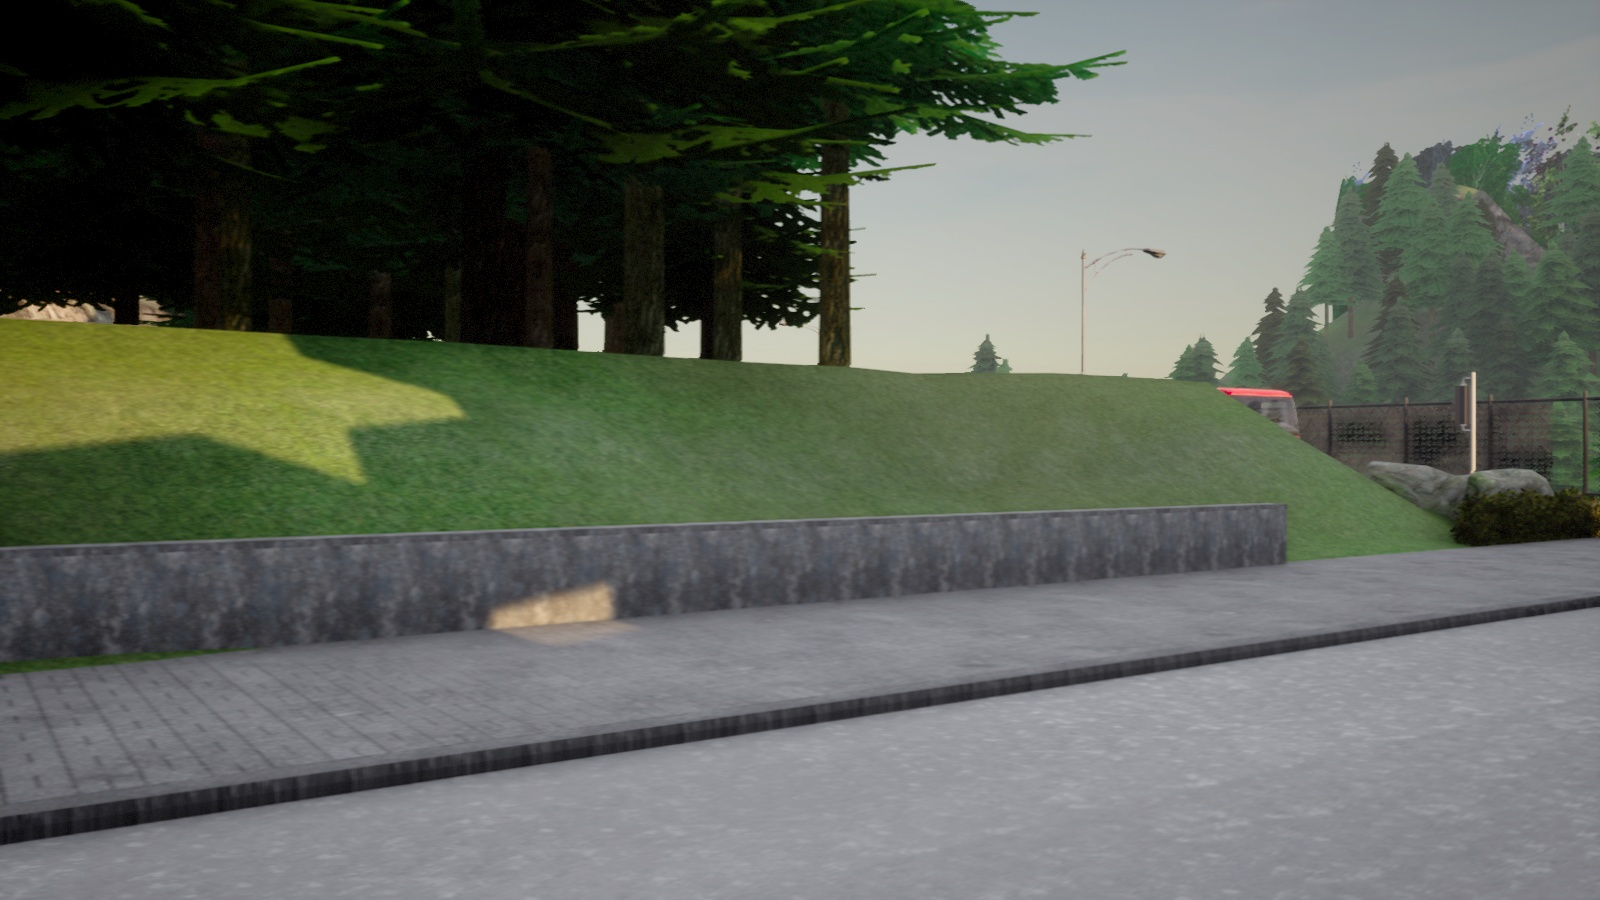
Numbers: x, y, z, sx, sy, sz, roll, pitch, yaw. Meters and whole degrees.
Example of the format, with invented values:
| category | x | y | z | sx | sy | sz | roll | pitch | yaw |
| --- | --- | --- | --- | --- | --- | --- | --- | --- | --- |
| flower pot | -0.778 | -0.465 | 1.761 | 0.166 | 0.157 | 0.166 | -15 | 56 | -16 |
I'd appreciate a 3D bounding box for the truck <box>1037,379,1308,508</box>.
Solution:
| category | x | y | z | sx | sy | sz | roll | pitch | yaw |
| --- | --- | --- | --- | --- | --- | --- | --- | --- | --- |
| truck | 10.982 | -0.167 | 37.964 | 2.891 | 3.462 | 7.936 | 0 | 0 | -32 |
